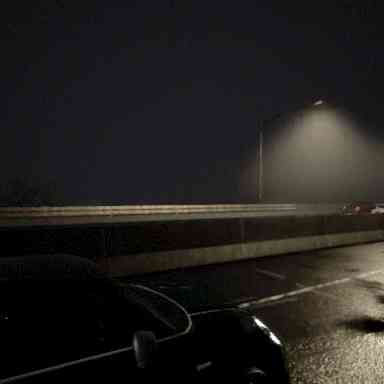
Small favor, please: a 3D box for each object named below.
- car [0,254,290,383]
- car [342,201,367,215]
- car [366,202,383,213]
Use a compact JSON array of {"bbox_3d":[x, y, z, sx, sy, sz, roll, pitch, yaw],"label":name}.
[{"bbox_3d":[-1.249,1.359,2.844,4.553,1.767,2.097,1,0,-35],"label":"car"},{"bbox_3d":[19.619,1.873,38.902,4.553,1.767,2.097,1,-1,-34],"label":"car"},{"bbox_3d":[21.062,2.037,35.654,4.674,1.442,1.812,1,-1,-34],"label":"car"}]
